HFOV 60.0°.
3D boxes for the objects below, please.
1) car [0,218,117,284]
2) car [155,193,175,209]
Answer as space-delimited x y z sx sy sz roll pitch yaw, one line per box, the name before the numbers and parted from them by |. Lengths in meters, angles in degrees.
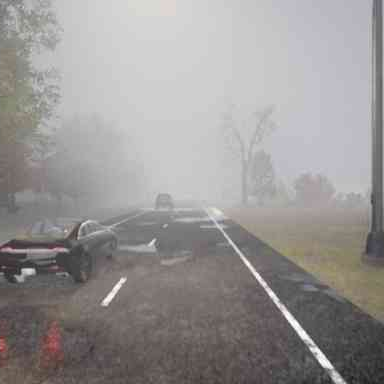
car | -3.504 1.488 9.547 2.128 1.511 4.902 0 0 0
car | -3.517 1.186 43.635 2.150 2.045 5.566 0 0 0
